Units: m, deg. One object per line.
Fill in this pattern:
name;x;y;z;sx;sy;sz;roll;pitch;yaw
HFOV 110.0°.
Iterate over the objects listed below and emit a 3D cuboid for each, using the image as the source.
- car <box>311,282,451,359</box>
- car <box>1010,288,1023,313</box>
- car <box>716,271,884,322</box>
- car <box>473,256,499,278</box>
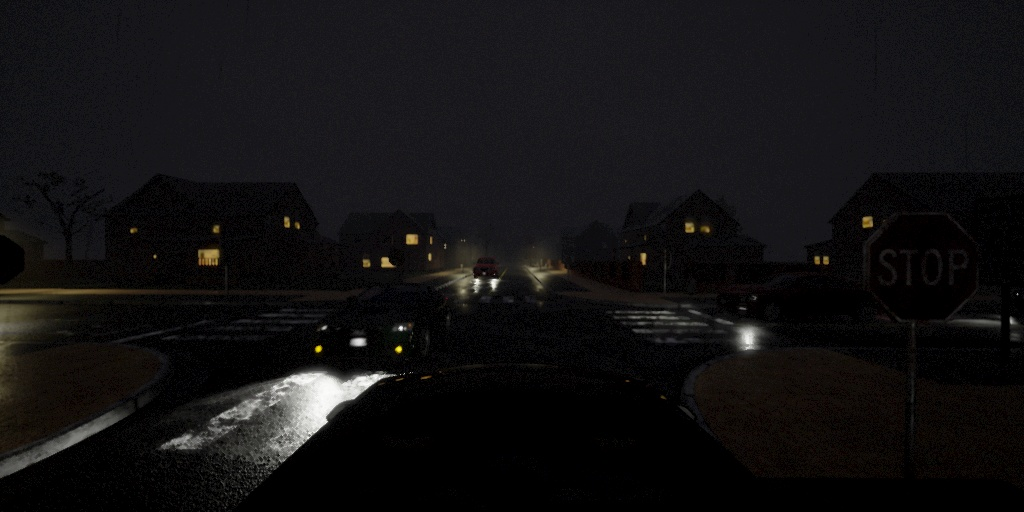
car;-2.676;1.314;8.274;1.994;1.385;4.181;0;0;1
car;20.044;1.353;12.073;4.902;1.511;2.128;0;0;0
car;9.558;1.277;12.040;5.008;1.535;1.882;1;0;-2
car;-2.440;1.100;34.355;2.150;2.045;5.566;0;2;1
